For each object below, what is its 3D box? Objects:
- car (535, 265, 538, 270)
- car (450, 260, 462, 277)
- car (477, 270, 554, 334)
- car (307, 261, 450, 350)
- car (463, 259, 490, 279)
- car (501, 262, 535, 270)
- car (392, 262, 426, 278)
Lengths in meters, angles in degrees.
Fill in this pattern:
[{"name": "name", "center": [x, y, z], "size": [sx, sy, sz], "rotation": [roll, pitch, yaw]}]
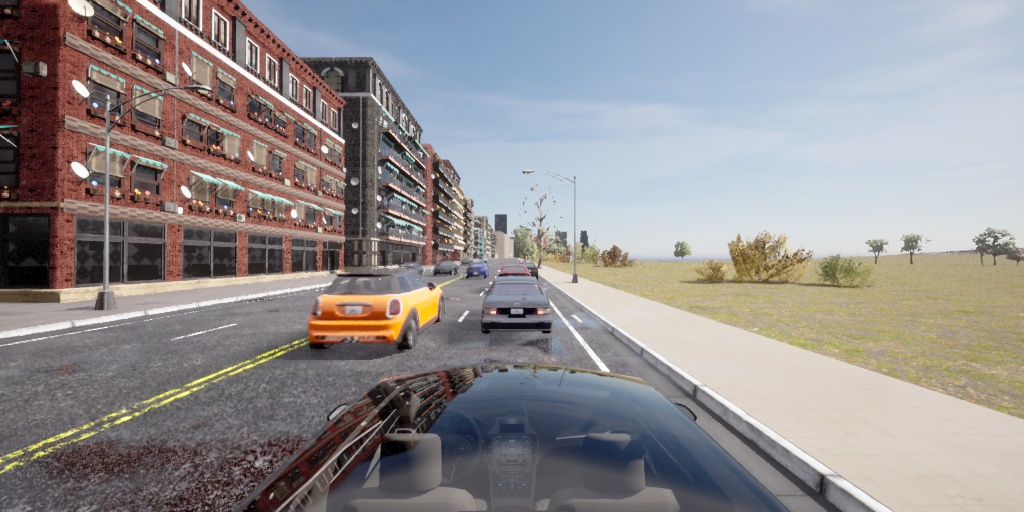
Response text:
[{"name": "car", "center": [1.199, 1.232, 30.605], "size": [1.882, 1.535, 5.008], "rotation": [0, 0, 0]}, {"name": "car", "center": [-6.528, 1.231, 35.828], "size": [1.882, 1.535, 5.008], "rotation": [0, 0, 0]}, {"name": "car", "center": [0.118, 1.299, 10.627], "size": [2.033, 1.411, 5.357], "rotation": [0, 0, 0]}, {"name": "car", "center": [-3.137, 1.103, 9.244], "size": [2.097, 1.767, 4.553], "rotation": [0, 0, 0]}, {"name": "car", "center": [-3.082, 1.279, 32.908], "size": [1.812, 1.442, 4.674], "rotation": [0, 0, 0]}, {"name": "car", "center": [0.144, 1.231, 21.167], "size": [1.882, 1.535, 5.008], "rotation": [0, 0, 0]}, {"name": "car", "center": [-9.781, 1.318, 34.317], "size": [1.994, 1.385, 4.181], "rotation": [0, 0, 0]}]
